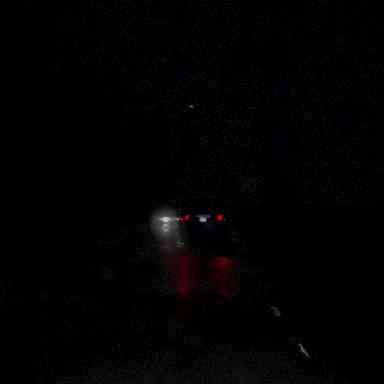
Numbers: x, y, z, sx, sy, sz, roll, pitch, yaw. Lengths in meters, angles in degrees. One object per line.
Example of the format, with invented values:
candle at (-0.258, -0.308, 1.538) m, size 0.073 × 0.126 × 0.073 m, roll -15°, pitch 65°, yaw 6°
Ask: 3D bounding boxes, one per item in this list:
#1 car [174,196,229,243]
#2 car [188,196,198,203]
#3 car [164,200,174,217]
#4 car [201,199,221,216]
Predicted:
car at (0.626, 1.234, 16.358) m, size 2.150 × 2.045 × 5.566 m, roll 0°, pitch 0°, yaw 4°
car at (0.250, 1.580, 72.514) m, size 2.033 × 1.411 × 5.357 m, roll 0°, pitch 0°, yaw -2°
car at (-1.461, 1.525, 31.547) m, size 1.837 × 1.490 × 4.892 m, roll 0°, pitch 0°, yaw 5°
car at (2.032, 1.502, 34.181) m, size 1.882 × 1.535 × 5.008 m, roll 0°, pitch 0°, yaw 5°
